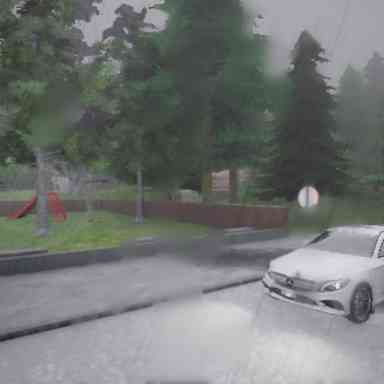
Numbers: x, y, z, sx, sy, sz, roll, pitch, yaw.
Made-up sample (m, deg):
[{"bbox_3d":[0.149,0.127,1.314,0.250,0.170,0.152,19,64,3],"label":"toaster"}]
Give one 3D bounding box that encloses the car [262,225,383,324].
[{"bbox_3d":[3.581,1.478,7.177,4.674,1.442,1.812,-1,0,-36],"label":"car"}]
